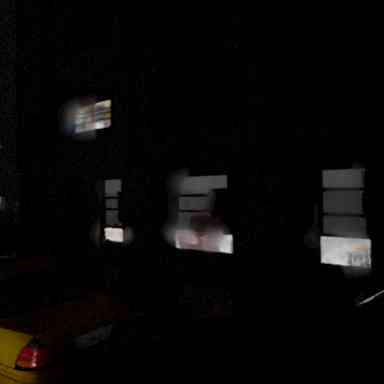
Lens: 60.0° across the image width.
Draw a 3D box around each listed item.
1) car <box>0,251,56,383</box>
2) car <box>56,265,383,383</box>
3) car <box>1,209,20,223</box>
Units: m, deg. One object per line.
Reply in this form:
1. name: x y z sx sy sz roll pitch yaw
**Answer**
1. car: -2.947 1.579 4.979 4.829 1.417 1.752 -1 -1 36
2. car: 1.815 1.308 1.582 5.009 1.841 2.192 -1 -1 36
3. car: -18.675 2.178 30.882 1.752 1.417 4.829 -2 -2 35
